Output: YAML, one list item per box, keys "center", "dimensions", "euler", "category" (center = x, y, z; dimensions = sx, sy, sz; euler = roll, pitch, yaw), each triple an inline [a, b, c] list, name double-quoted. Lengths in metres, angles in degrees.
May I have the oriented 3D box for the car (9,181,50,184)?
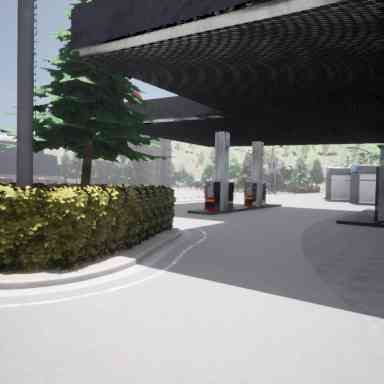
- center: [-17.326, -0.181, 35.174]
  dimensions: [3.866, 1.878, 1.905]
  euler: [2, 2, 35]
  category: "car"

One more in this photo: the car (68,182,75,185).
- center: [-25.616, -1.287, 68.011]
  dimensions: [4.605, 1.855, 1.932]
  euler: [2, 2, 35]
  category: "car"

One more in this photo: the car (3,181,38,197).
- center: [-21.876, -0.468, 42.380]
  dimensions: [4.605, 1.855, 1.932]
  euler: [2, 2, 35]
  category: "car"

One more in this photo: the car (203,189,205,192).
- center: [4.716, -0.320, 65.620]
  dimensions: [5.027, 1.636, 2.152]
  euler: [2, 2, 35]
  category: "car"

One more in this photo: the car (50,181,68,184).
- center: [-26.947, -1.261, 65.396]
  dimensions: [3.866, 1.878, 1.905]
  euler: [2, 2, 35]
  category: "car"
